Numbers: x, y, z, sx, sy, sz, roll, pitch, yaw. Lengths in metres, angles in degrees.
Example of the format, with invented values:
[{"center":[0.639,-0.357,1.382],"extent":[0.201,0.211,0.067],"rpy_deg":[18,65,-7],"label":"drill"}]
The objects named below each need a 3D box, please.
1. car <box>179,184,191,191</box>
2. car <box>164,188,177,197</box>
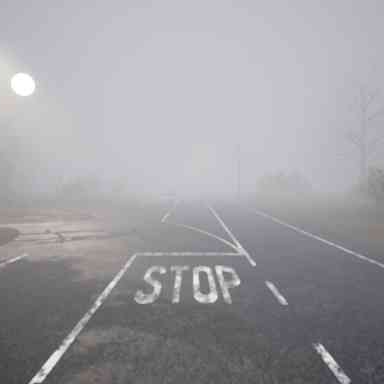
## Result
[{"center":[-2.370,-1.214,95.311],"extent":[2.150,2.045,5.566],"rpy_deg":[0,2,7],"label":"car"},{"center":[-3.587,0.107,56.747],"extent":[1.812,1.442,4.674],"rpy_deg":[0,1,0],"label":"car"}]
